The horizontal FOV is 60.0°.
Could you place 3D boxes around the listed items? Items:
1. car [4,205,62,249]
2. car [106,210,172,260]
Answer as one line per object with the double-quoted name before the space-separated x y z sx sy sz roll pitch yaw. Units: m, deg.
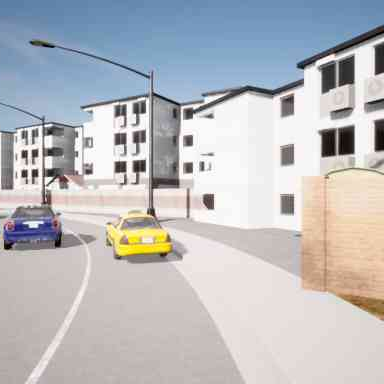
"car" -7.060 1.352 14.948 2.097 1.767 4.553 0 0 -24
"car" -2.194 1.457 12.607 1.801 1.575 5.366 0 0 -19
